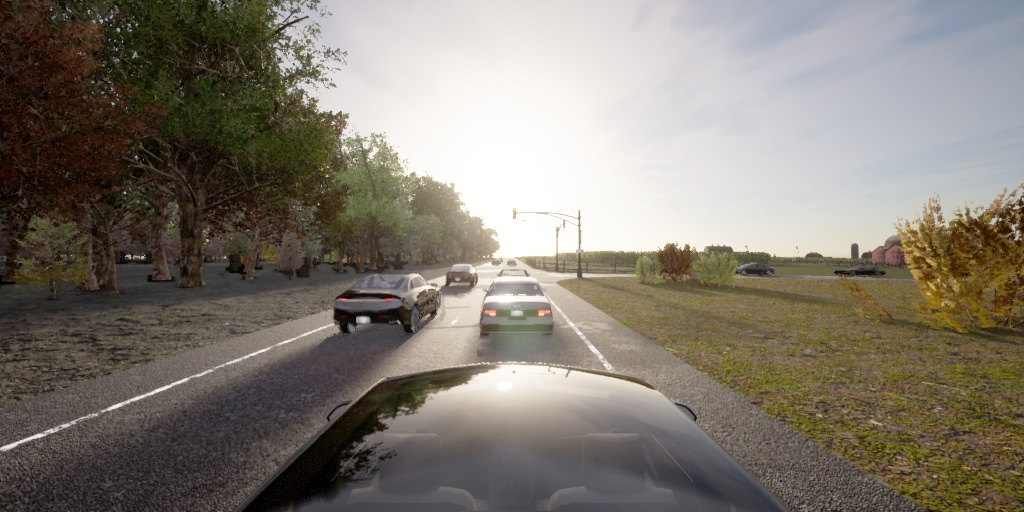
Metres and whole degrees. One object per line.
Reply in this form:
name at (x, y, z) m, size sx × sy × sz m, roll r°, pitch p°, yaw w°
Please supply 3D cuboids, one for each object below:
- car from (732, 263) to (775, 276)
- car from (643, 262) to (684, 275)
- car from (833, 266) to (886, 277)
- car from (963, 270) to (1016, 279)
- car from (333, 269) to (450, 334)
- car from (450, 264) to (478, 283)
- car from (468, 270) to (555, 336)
car at (28.400, 1.624, 42.581) m, size 4.892 × 1.490 × 1.837 m, roll 1°, pitch -1°, yaw 0°
car at (17.973, 1.496, 42.642) m, size 4.902 × 1.511 × 2.128 m, roll 1°, pitch -1°, yaw 1°
car at (41.112, 1.857, 42.518) m, size 4.718 × 1.301 × 1.895 m, roll 1°, pitch -1°, yaw 0°
car at (51.394, 1.909, 38.858) m, size 4.718 × 1.301 × 1.895 m, roll 1°, pitch -1°, yaw 1°
car at (-3.407, 1.243, 10.618) m, size 2.128 × 1.511 × 4.902 m, roll 0°, pitch 0°, yaw 0°
car at (-3.416, 1.281, 24.831) m, size 1.812 × 1.442 × 4.674 m, roll 0°, pitch 0°, yaw 0°
car at (0.090, 1.300, 10.368) m, size 2.033 × 1.411 × 5.357 m, roll 0°, pitch 0°, yaw 0°
